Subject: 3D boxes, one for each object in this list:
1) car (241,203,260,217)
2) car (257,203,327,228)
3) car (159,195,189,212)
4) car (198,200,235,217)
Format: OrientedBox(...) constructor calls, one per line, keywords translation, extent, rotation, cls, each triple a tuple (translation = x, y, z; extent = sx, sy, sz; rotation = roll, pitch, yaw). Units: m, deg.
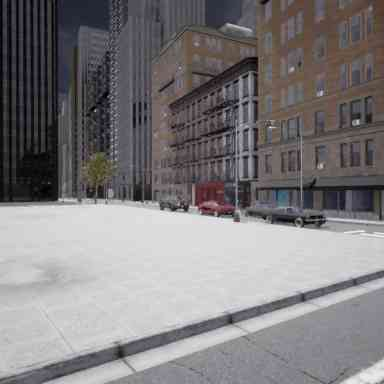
OrientedBox(translation=(6.335, 1.665, 30.453), extent=(1.994, 1.385, 4.181), rotation=(0, 0, -26), cls="car")
OrientedBox(translation=(6.953, 1.676, 23.092), extent=(1.895, 1.301, 4.718), rotation=(0, 0, -26), cls="car")
OrientedBox(translation=(-2.360, 1.412, 42.017), extent=(2.150, 2.045, 5.566), rotation=(0, 0, -27), cls="car")
OrientedBox(translation=(2.321, 1.608, 32.490), extent=(1.882, 1.535, 5.008), rotation=(0, 0, -26), cls="car")
